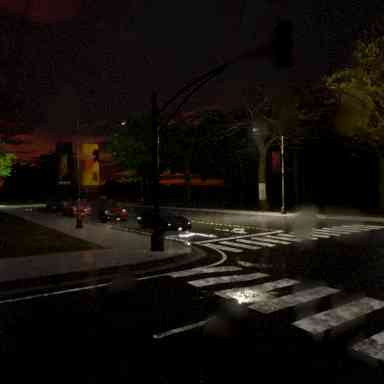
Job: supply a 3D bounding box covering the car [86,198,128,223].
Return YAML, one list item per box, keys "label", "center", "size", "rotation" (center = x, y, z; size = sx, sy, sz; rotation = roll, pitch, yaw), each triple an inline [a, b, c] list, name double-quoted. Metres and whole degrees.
- label: "car"
  center: [-7.506, 1.718, 29.788]
  size: [2.097, 1.767, 4.553]
  rotation: [-1, 0, -35]

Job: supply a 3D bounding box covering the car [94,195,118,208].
- label: "car"
  center: [-15.047, 1.655, 57.910]
  size: [2.150, 2.045, 5.566]
  rotation: [-1, 0, -35]

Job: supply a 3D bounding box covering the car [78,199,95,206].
- label: "car"
  center: [-21.161, 2.102, 66.657]
  size: [1.994, 1.385, 4.181]
  rotation: [-1, 0, -35]

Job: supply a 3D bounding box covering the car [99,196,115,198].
- label: "car"
  center: [-13.808, 1.784, 50.366]
  size: [2.097, 1.767, 4.553]
  rotation: [-1, 0, -35]

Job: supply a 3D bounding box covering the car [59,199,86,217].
- label: "car"
  center: [-13.112, 1.813, 37.810]
  size: [2.097, 1.767, 4.553]
  rotation: [-1, 0, -35]

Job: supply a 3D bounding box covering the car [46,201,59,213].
- label: "car"
  center: [-18.866, 2.036, 46.116]
  size: [1.882, 1.535, 5.008]
  rotation: [-1, 0, -35]

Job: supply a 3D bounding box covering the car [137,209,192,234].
- label: "car"
  center: [-2.011, 1.820, 22.034]
  size: [2.033, 1.411, 5.357]
  rotation: [-1, 0, -29]

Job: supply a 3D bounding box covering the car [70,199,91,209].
- label: "car"
  center: [-19.666, 2.080, 58.679]
  size: [2.033, 1.411, 5.357]
  rotation: [-1, 0, -35]
